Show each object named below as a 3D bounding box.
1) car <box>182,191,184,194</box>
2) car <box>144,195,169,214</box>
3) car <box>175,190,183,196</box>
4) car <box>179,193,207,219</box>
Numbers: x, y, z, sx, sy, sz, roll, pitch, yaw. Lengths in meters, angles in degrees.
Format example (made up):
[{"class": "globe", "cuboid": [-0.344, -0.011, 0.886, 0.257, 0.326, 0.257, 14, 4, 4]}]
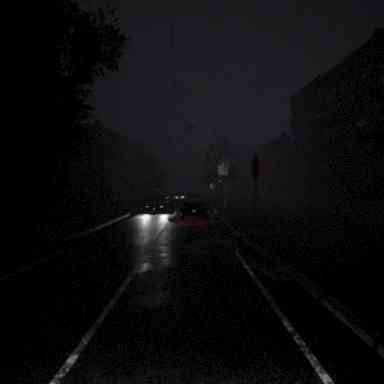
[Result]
[{"class": "car", "cuboid": [0.240, 0.805, 41.989, 2.128, 1.511, 4.902, 0, 1, 0]}, {"class": "car", "cuboid": [-3.068, 1.074, 29.454, 1.837, 1.490, 4.892, 0, 1, 1]}, {"class": "car", "cuboid": [-2.634, 0.238, 71.888, 1.994, 1.385, 4.181, 0, 1, 0]}, {"class": "car", "cuboid": [0.150, 1.130, 25.302, 1.882, 1.535, 5.008, 0, 1, 0]}]
